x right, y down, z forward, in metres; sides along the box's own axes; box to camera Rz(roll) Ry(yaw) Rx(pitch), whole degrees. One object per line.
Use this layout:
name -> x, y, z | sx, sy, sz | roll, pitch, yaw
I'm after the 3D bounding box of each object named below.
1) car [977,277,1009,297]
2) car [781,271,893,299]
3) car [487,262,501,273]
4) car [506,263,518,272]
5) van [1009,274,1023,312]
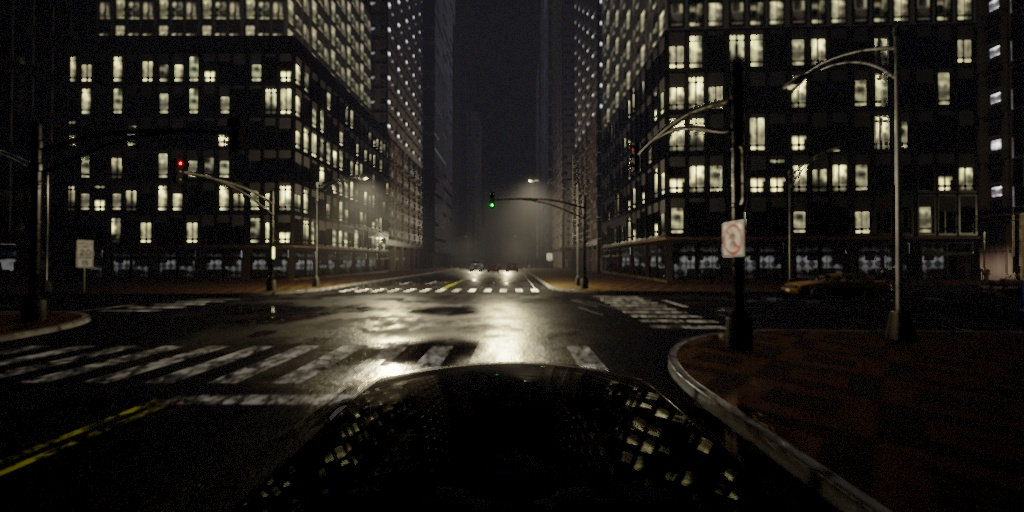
car -> 26.925, 1.550, 18.528 | 4.207, 1.307, 1.802 | 0, 0, 2
car -> 17.091, 1.493, 19.015 | 4.829, 1.417, 1.751 | 0, 0, 2
car -> -3.239, 2.157, 61.635 | 1.895, 1.301, 4.718 | 0, -1, 0
car -> 0.011, 1.913, 61.994 | 2.097, 1.767, 4.553 | 0, -1, 0
van -> 18.360, 1.224, 10.843 | 3.998, 1.789, 1.690 | 0, 0, 2
